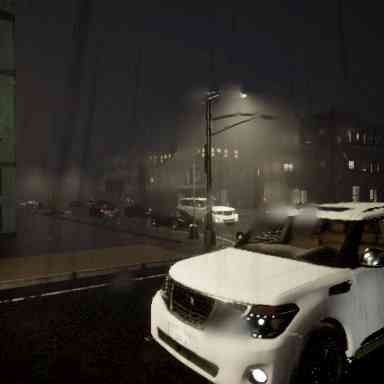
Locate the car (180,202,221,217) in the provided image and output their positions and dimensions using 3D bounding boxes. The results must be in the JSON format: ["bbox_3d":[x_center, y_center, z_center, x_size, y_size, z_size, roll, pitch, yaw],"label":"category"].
[{"bbox_3d":[0.785,1.810,34.938,2.008,1.369,4.403,-2,0,-36],"label":"car"}]

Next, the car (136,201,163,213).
[{"bbox_3d":[-5.652,1.966,43.943,1.802,1.307,4.206,-2,0,-36],"label":"car"}]

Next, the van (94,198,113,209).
[{"bbox_3d":[-15.317,1.907,57.450,1.690,1.788,3.998,-1,0,-36],"label":"van"}]

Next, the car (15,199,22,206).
[{"bbox_3d":[-38.228,2.380,75.086,1.967,1.590,4.097,-1,0,-36],"label":"car"}]

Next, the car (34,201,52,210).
[{"bbox_3d":[-25.249,2.233,56.939,1.752,1.417,4.829,-1,0,-36],"label":"car"}]

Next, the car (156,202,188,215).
[{"bbox_3d":[-2.434,1.904,39.441,1.802,1.307,4.206,-2,0,-36],"label":"car"}]

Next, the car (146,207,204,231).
[{"bbox_3d":[-1.277,1.815,23.207,1.947,1.339,4.313,-2,0,-36],"label":"car"}]

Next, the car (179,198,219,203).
[{"bbox_3d":[0.942,1.443,24.776,2.150,2.045,5.566,-1,0,-35],"label":"car"}]

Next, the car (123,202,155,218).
[{"bbox_3d":[-5.010,1.886,33.103,2.033,1.411,5.357,-1,0,-36],"label":"car"}]

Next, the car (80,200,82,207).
[{"bbox_3d":[-18.538,1.940,61.952,2.192,1.841,5.009,-1,0,-36],"label":"car"}]

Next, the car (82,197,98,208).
[{"bbox_3d":[-15.411,2.032,53.147,1.882,1.535,5.008,-1,0,-35],"label":"car"}]

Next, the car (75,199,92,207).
[{"bbox_3d":[-21.752,2.227,66.455,1.887,1.381,4.507,-1,0,-36],"label":"car"}]

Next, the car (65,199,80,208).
[{"bbox_3d":[-21.472,2.230,61.626,1.994,1.385,4.181,-1,0,-36],"label":"car"}]

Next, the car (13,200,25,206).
[{"bbox_3d":[-41.446,2.547,79.590,2.008,1.369,4.403,-1,0,-36],"label":"car"}]

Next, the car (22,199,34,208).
[{"bbox_3d":[-31.787,2.376,66.083,2.008,1.369,4.403,-1,0,-36],"label":"car"}]

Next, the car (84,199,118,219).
[{"bbox_3d":[-9.253,1.846,34.564,1.967,1.590,4.097,-1,0,-36],"label":"car"}]

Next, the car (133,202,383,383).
[{"bbox_3d":[2.128,1.221,5.216,5.566,2.045,2.150,0,0,-36],"label":"car"}]
